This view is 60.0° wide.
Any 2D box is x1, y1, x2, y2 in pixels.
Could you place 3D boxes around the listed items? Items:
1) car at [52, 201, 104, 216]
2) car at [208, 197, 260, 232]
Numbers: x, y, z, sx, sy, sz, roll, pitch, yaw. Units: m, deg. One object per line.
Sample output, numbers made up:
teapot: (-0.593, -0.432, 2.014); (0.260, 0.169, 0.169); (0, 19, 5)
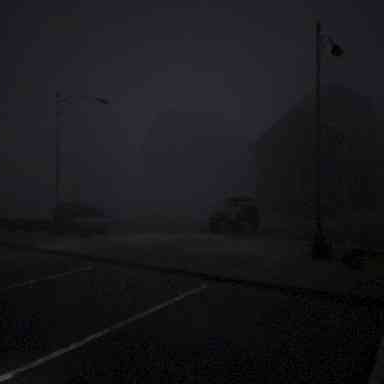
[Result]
car: (-9.028, 1.490, 26.673); (1.816, 1.474, 4.193); (0, 0, 33)
car: (2.607, 1.276, 19.838); (1.905, 1.878, 3.866); (0, 0, 33)
